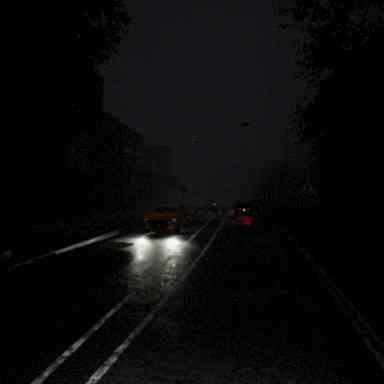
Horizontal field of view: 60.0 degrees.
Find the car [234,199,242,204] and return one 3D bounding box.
[{"bbox_3d":[12.145,2.490,88.319,1.994,1.385,4.181,0,-1,7],"label":"car"}]

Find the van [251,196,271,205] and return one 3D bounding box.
[{"bbox_3d":[16.748,2.110,81.083,4.442,1.987,1.878,2,-1,-13],"label":"van"}]

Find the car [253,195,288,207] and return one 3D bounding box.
[{"bbox_3d":[14.212,1.611,60.460,5.566,2.045,2.435,2,-1,-13],"label":"car"}]

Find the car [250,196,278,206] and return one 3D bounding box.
[{"bbox_3d":[15.640,1.890,72.237,5.566,2.045,2.435,2,-1,-13],"label":"car"}]

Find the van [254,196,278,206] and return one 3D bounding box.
[{"bbox_3d":[15.377,1.850,69.322,4.442,1.987,1.878,2,-1,-13],"label":"van"}]

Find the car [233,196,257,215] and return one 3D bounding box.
[{"bbox_3d":[5.238,1.437,33.457,1.837,1.490,4.892,0,0,9],"label":"car"}]

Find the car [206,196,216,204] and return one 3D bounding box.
[{"bbox_3d":[4.957,2.073,86.656,2.150,2.045,5.566,0,-1,7],"label":"car"}]

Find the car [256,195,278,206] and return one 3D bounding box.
[{"bbox_3d":[13.920,1.542,57.547,5.566,2.045,2.435,2,-2,-13],"label":"car"}]

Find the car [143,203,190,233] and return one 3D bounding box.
[{"bbox_3d":[-1.359,1.409,19.358,1.882,1.535,5.008,0,0,9],"label":"car"}]
